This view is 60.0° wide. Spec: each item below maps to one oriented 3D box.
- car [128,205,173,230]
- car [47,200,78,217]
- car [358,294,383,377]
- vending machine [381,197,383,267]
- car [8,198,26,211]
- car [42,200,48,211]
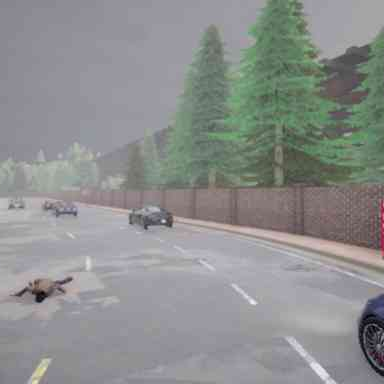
[{"bbox_3d":[-2.723,1.543,21.512,1.812,1.442,4.674,0,0,-27],"label":"car"},{"bbox_3d":[-12.125,1.573,31.549,2.033,1.411,5.357,0,0,-29],"label":"car"},{"bbox_3d":[3.248,1.528,2.615,1.812,1.442,4.674,0,0,-3],"label":"car"},{"bbox_3d":[6.385,1.204,9.820,1.100,2.100,0.880,0,0,-13],"label":"vending machine"},{"bbox_3d":[-22.261,1.525,42.196,2.128,1.511,4.902,0,0,-29],"label":"car"},{"bbox_3d":[-17.185,1.634,40.646,1.895,1.301,4.718,0,0,-29],"label":"car"}]
